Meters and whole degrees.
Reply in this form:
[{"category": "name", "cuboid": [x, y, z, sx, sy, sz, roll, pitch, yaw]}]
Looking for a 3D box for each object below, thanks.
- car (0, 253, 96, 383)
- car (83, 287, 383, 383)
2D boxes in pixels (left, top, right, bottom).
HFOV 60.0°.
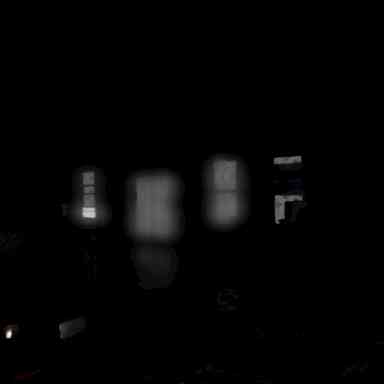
[{"category": "car", "cuboid": [-3.072, 1.624, 5.068, 4.313, 1.339, 1.947, -1, -1, 35]}, {"category": "car", "cuboid": [1.553, 1.437, 1.772, 4.097, 1.590, 1.967, -1, -1, 35]}]
